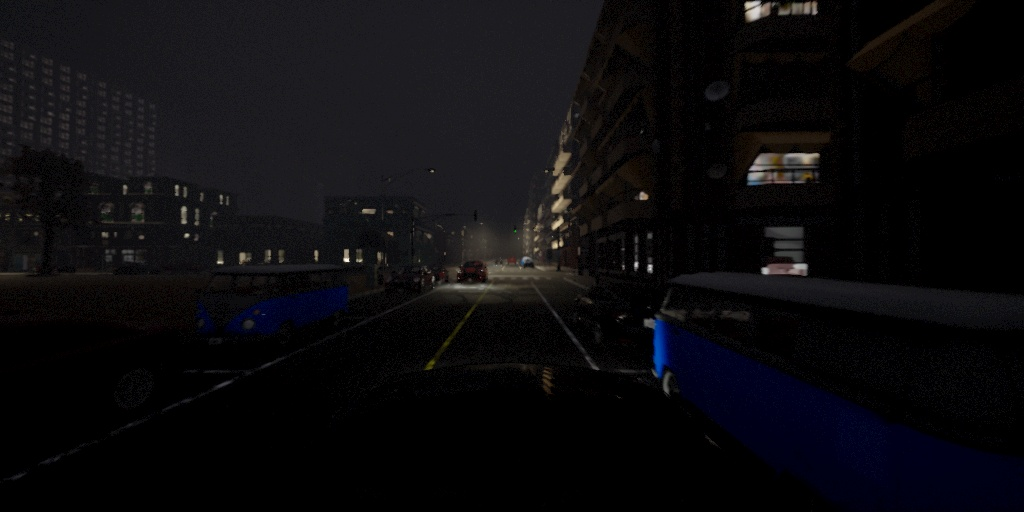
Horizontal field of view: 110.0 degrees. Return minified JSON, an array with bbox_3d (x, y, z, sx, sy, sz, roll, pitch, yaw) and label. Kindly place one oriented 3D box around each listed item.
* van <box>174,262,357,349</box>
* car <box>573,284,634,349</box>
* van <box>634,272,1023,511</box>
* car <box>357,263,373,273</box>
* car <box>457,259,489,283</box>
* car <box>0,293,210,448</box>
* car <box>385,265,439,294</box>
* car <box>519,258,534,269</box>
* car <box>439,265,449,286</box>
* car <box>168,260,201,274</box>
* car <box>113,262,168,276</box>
[{"bbox_3d":[-5.657,1.104,8.940,1.690,1.789,3.998,0,0,0],"label":"van"},{"bbox_3d":[2.691,1.329,8.973,1.948,1.339,4.313,0,0,0],"label":"car"},{"bbox_3d":[2.691,1.094,3.327,1.690,1.789,3.998,0,0,0],"label":"van"},{"bbox_3d":[-19.716,1.513,46.184,4.403,1.370,2.007,0,0,1],"label":"car"},{"bbox_3d":[-3.013,1.144,28.105,2.097,1.767,4.553,0,0,0],"label":"car"},{"bbox_3d":[-5.657,1.298,3.294,1.888,1.381,4.507,0,0,0],"label":"car"},{"bbox_3d":[-5.658,1.221,20.232,1.967,1.591,4.097,0,0,0],"label":"car"},{"bbox_3d":[2.689,1.371,58.399,2.007,1.370,4.403,0,0,0],"label":"car"},{"bbox_3d":[-5.658,1.335,25.878,1.888,1.381,4.507,0,0,0],"label":"car"},{"bbox_3d":[-42.911,1.386,46.456,5.009,1.841,2.192,0,0,1],"label":"car"},{"bbox_3d":[-42.316,1.539,40.633,4.181,1.385,1.994,0,-1,1],"label":"car"}]
